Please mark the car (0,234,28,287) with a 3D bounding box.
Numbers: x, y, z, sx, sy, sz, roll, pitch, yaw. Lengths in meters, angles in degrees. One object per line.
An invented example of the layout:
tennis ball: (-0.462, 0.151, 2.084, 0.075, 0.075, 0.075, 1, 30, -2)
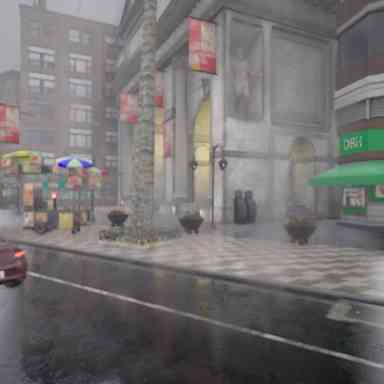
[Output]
car: (-5.761, 1.495, 7.957, 4.674, 1.442, 1.812, 0, 0, 35)
